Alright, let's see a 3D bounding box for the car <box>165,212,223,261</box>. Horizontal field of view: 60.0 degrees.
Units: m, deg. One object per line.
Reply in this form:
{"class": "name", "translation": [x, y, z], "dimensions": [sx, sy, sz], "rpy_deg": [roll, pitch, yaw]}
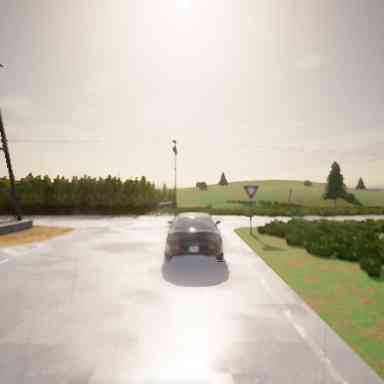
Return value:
{"class": "car", "translation": [0.068, 1.448, 11.791], "dimensions": [1.812, 1.442, 4.674], "rpy_deg": [0, 0, 0]}
